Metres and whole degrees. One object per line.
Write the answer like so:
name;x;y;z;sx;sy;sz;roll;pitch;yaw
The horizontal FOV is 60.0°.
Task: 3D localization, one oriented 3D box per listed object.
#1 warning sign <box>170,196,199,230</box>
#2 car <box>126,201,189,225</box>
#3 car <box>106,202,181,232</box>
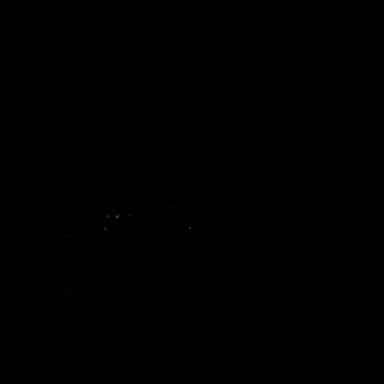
warning sign;-0.425;1.206;19.361;1.300;1.860;1.060;1;1;35
car;-2.539;1.541;25.580;2.128;1.511;4.902;1;0;35
car;-2.882;1.413;19.977;2.097;1.767;4.553;1;0;35
